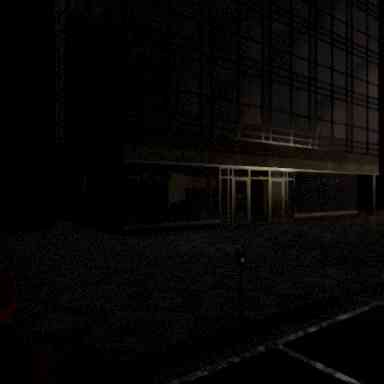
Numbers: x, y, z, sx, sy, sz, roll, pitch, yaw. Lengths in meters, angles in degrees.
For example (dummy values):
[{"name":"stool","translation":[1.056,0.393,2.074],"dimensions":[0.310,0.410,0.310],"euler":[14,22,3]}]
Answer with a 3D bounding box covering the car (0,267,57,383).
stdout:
[{"name":"car","translation":[-2.782,1.323,0.562],"dimensions":[5.009,1.841,2.192],"euler":[0,0,-35]}]
